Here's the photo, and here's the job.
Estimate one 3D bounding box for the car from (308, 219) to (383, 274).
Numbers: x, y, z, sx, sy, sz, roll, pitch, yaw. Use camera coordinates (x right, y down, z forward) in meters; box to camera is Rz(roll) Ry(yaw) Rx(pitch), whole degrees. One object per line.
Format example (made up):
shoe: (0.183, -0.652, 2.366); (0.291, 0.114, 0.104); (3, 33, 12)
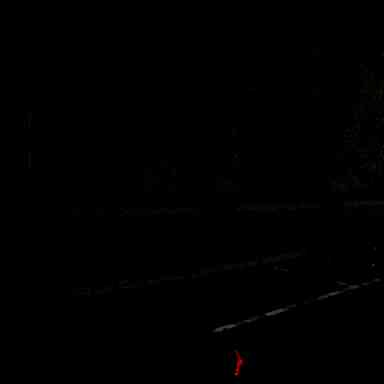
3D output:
car: (5.536, 1.559, 10.511); (4.313, 1.339, 1.947); (0, 0, -36)

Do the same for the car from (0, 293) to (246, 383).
car: (-1.536, 1.564, 2.283); (4.181, 1.385, 1.994); (0, 0, -36)
